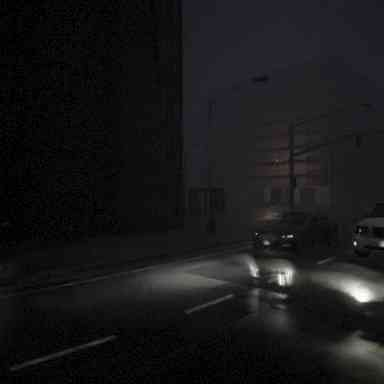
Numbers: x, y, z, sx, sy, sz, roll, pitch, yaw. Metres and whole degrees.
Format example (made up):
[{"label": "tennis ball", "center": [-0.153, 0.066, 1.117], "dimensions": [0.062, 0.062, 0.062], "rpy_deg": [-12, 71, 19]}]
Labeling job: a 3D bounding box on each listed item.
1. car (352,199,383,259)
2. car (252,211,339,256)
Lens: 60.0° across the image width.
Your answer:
[{"label": "car", "center": [7.777, 1.255, 12.100], "dimensions": [2.150, 2.045, 5.566], "rpy_deg": [-1, -1, 44]}, {"label": "car", "center": [4.344, 1.548, 13.581], "dimensions": [2.128, 1.511, 4.902], "rpy_deg": [-1, -1, 44]}]
